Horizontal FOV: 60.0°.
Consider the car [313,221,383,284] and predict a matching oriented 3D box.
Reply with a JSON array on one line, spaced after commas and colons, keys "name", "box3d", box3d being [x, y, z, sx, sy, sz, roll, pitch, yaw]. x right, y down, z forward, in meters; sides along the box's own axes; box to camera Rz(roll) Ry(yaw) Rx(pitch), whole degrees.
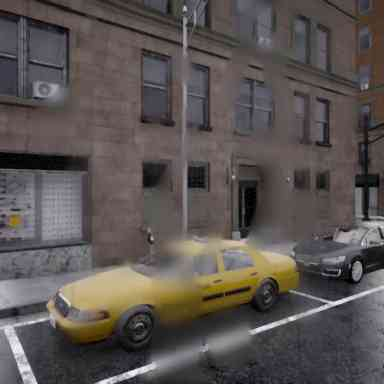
[{"name": "car", "box3d": [4.601, 1.549, 9.459, 4.403, 1.369, 2.008, 0, 0, -35]}]

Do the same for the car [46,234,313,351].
[{"name": "car", "box3d": [-0.033, 1.525, 6.161, 4.829, 1.417, 1.752, 0, 0, -35]}]
